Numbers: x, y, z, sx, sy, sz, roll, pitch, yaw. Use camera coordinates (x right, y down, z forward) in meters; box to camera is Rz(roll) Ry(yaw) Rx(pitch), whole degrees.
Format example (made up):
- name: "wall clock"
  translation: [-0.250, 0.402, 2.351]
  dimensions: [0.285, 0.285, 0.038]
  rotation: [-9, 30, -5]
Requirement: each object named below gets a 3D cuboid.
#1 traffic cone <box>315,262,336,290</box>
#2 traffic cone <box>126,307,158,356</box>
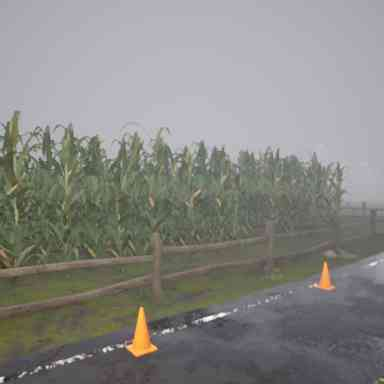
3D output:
- name: "traffic cone"
  translation: [3.117, 1.938, 7.763]
  dimensions: [0.340, 0.580, 0.340]
  rotation: [0, 0, -40]
- name: "traffic cone"
  translation: [-0.718, 1.944, 4.745]
  dimensions: [0.340, 0.580, 0.340]
  rotation: [0, 0, -37]
